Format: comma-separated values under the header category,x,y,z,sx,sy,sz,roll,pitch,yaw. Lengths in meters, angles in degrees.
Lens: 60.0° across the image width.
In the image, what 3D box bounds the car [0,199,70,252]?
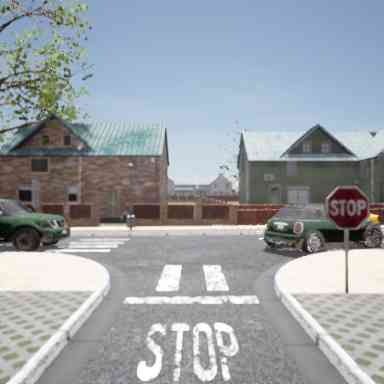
category,x,y,z,sx,sy,sz,roll,pitch,yaw
car,-7.860,1.272,13.310,5.566,2.045,2.150,0,-1,1

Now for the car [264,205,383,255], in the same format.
category,x,y,z,sx,sy,sz,roll,pitch,yaw
car,5.075,1.274,12.738,4.553,1.767,2.097,0,-1,-26

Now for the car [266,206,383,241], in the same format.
category,x,y,z,sx,sy,sz,roll,pitch,yaw
car,6.304,1.464,16.098,5.008,1.535,1.882,-1,-1,1

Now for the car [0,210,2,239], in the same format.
category,x,y,z,sx,sy,sz,roll,pitch,yaw
car,-12.270,1.668,16.299,4.892,1.490,1.837,-1,-1,1
